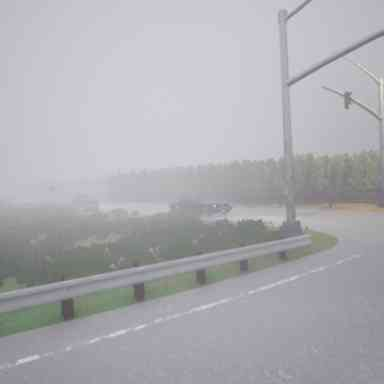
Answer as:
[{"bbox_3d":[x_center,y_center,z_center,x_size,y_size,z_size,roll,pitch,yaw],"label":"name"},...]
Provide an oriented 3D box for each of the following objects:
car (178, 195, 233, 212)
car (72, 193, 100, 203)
[{"bbox_3d":[0.537,0.906,22.664,1.895,1.301,4.718,-5,3,-40],"label":"car"},{"bbox_3d":[-12.091,0.918,37.527,1.837,1.490,4.892,-5,2,-40],"label":"car"}]
